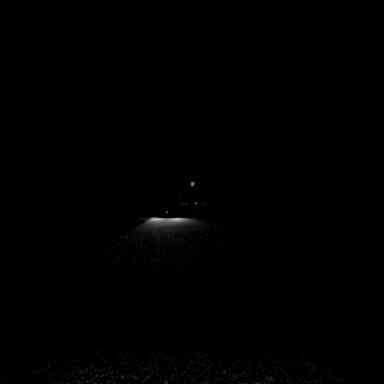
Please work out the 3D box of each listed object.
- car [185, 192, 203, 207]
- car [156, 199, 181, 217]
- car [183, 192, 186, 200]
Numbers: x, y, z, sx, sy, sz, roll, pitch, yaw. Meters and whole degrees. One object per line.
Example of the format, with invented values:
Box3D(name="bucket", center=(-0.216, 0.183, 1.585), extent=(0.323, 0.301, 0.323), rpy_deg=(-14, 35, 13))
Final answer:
Box3D(name="car", center=(0.426, 1.101, 44.383), extent=(1.837, 1.490, 4.892), rpy_deg=(0, 2, -2))
Box3D(name="car", center=(-2.085, 1.434, 30.295), extent=(1.837, 1.490, 4.892), rpy_deg=(0, 0, 1))
Box3D(name="car", center=(-0.567, 0.612, 57.693), extent=(1.895, 1.301, 4.718), rpy_deg=(0, 3, -6))
